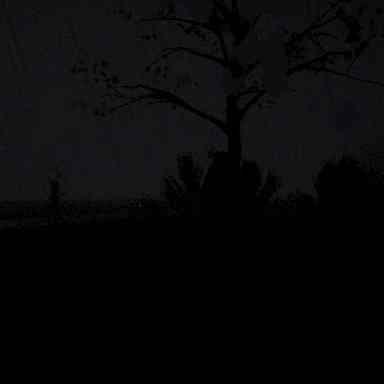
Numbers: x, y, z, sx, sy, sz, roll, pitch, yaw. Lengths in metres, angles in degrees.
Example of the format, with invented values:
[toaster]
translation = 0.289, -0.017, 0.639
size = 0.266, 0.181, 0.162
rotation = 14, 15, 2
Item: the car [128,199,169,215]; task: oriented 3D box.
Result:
[car]
translation = -4.327, 1.419, 33.849
size = 2.097, 1.767, 4.553
rotation = 0, 0, 35
